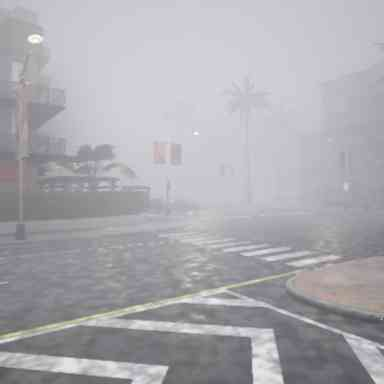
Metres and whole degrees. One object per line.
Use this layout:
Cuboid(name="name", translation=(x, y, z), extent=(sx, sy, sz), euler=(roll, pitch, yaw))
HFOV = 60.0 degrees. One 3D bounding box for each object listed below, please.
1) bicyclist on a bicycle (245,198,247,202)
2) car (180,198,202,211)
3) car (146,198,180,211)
Cuboid(name="bicyclist on a bicycle", translation=(8.983, 1.310, 53.128), extent=(1.656, 1.620, 0.582), euler=(0, 0, -35))
Cuboid(name="car", translation=(-0.684, 1.532, 41.693), extent=(1.812, 1.442, 4.674), euler=(0, 0, -35))
Cuboid(name="car", translation=(-3.939, 1.497, 40.230), extent=(2.128, 1.511, 4.902), euler=(0, 0, -35))
